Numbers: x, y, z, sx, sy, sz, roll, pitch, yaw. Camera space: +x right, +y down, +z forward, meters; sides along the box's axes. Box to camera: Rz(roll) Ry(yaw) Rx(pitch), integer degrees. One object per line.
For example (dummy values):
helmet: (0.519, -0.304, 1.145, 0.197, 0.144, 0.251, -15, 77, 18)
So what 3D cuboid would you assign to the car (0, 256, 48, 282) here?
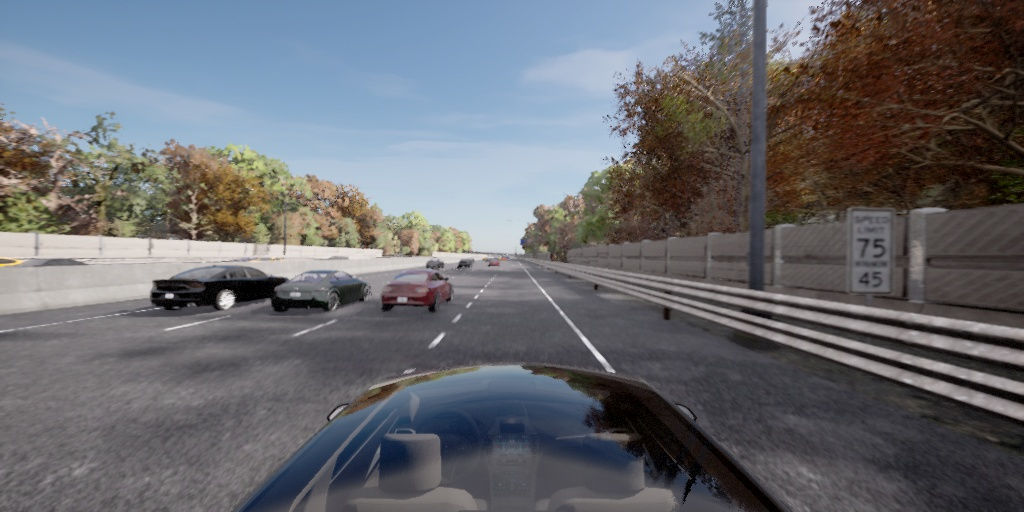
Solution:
car: (-31.515, 0.752, 21.079, 1.882, 1.535, 5.008, 1, 0, 0)

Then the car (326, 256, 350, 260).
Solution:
car: (-20.886, 0.781, 42.797, 2.097, 1.767, 4.553, 1, 0, 0)

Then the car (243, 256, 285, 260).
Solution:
car: (-27.890, 0.803, 41.349, 1.882, 1.535, 5.008, 1, 0, 0)

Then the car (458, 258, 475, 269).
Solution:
car: (-6.847, 1.146, 53.031, 1.837, 1.490, 4.892, 1, 0, 0)

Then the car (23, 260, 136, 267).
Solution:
car: (-21.045, 1.033, 18.579, 1.895, 1.301, 4.718, 1, 0, 0)

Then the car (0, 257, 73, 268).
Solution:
car: (-28.015, 0.852, 21.569, 1.812, 1.442, 4.674, 1, 0, 0)

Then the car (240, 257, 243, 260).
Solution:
car: (-31.380, 0.820, 42.516, 2.033, 1.411, 5.357, 1, 0, 0)

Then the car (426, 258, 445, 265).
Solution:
car: (-10.360, 1.079, 48.673, 2.128, 1.511, 4.902, 1, 0, 0)

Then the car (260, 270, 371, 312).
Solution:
car: (-6.971, 1.208, 13.552, 1.994, 1.385, 4.181, 1, 0, 0)

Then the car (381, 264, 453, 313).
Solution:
car: (-3.471, 1.222, 13.677, 1.812, 1.442, 4.674, 1, 0, 0)

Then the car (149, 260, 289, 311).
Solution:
car: (-10.471, 1.069, 13.440, 1.882, 1.535, 5.008, 1, 0, 0)
